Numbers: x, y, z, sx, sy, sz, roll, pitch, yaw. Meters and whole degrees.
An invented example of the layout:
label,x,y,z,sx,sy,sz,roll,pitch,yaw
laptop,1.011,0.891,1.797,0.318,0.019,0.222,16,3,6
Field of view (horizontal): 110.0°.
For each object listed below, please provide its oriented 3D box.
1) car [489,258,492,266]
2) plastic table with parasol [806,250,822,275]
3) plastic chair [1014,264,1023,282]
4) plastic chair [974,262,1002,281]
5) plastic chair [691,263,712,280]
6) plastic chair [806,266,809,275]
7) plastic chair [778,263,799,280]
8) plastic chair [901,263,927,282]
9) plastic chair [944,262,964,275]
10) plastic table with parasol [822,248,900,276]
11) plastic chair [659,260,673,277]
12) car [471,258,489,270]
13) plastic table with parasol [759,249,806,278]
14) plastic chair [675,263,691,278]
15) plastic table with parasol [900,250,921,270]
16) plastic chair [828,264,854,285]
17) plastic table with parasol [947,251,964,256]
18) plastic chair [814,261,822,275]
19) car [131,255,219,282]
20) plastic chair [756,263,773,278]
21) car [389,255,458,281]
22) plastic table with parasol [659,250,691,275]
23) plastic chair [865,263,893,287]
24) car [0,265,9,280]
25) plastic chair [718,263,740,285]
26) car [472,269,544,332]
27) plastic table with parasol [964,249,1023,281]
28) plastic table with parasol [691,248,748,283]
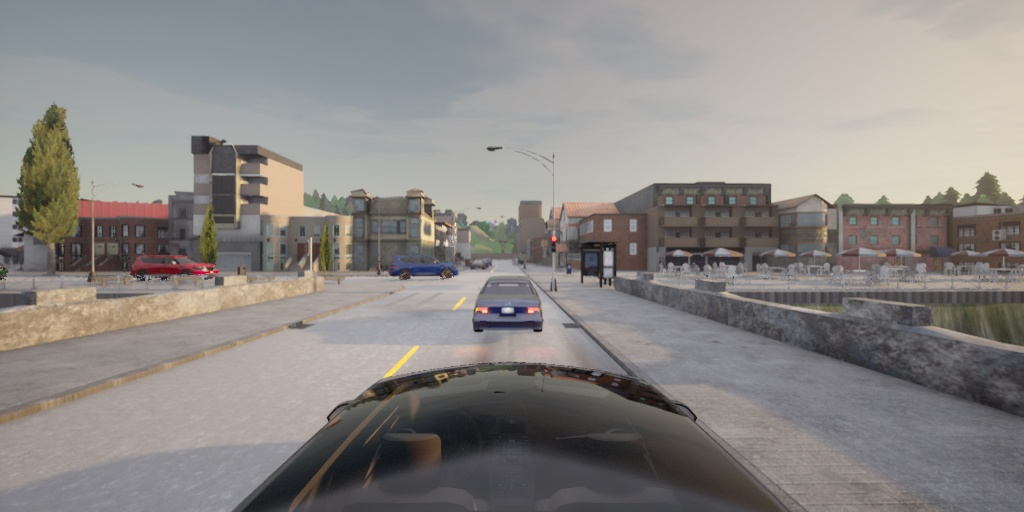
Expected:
label,x,y,z,sx,sy,sz,roll,pitch,yaw
car,-4.979,1.224,61.637,1.882,1.535,5.008,0,0,-1
plastic table with parasol,29.714,0.675,35.204,2.482,2.480,2.482,0,0,-1
plastic chair,37.420,1.279,25.944,0.750,1.272,0.730,0,0,-1
plastic chair,36.262,1.279,27.326,0.730,1.272,0.750,0,0,-1
plastic chair,13.522,1.279,25.599,0.730,1.272,0.750,0,0,-1
plastic chair,28.285,1.279,35.213,0.730,1.272,0.750,0,0,-1
plastic chair,22.373,1.279,29.027,0.750,1.272,0.730,0,0,-1
plastic chair,30.106,1.279,26.839,0.750,1.272,0.730,0,0,-1
plastic chair,44.967,1.279,36.554,0.730,1.272,0.750,0,0,-1
plastic table with parasol,23.443,0.675,24.192,2.482,2.480,2.482,0,0,-1
plastic chair,14.209,1.278,33.409,0.730,1.272,0.750,0,0,-1
car,-4.866,1.273,52.399,1.812,1.442,4.674,0,0,1
plastic table with parasol,22.454,0.675,30.378,2.482,2.480,2.482,0,0,-1
plastic chair,15.329,1.278,32.025,0.750,1.272,0.730,0,0,-1
plastic table with parasol,30.097,0.675,28.119,2.482,2.480,2.482,0,0,-1
plastic chair,22.243,1.279,24.225,0.730,1.272,0.750,0,0,-1
plastic table with parasol,46.169,0.675,36.452,2.482,2.480,2.482,0,0,-1
plastic chair,29.405,1.279,33.829,0.750,1.272,0.730,0,0,-1
car,-26.579,0.967,28.360,5.566,2.045,2.150,0,0,-1
plastic chair,21.253,1.279,30.411,0.730,1.272,0.750,0,0,-1
car,-7.330,0.972,29.836,5.566,2.045,2.150,0,1,-17
plastic table with parasol,15.431,0.674,33.307,2.482,2.480,2.482,0,0,-1
plastic chair,23.363,1.279,22.841,0.750,1.272,0.730,0,0,-1
car,-43.406,0.968,28.139,5.566,2.045,2.150,0,0,-1
plastic chair,14.642,1.279,24.215,0.750,1.272,0.730,0,0,-1
car,-0.104,1.297,10.772,2.033,1.411,5.357,0,0,0
plastic table with parasol,37.391,0.675,27.254,2.482,2.480,2.482,0,0,-1
plastic table with parasol,14.794,0.675,25.477,2.482,2.480,2.482,0,0,-1
